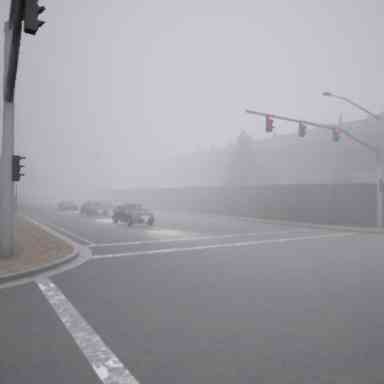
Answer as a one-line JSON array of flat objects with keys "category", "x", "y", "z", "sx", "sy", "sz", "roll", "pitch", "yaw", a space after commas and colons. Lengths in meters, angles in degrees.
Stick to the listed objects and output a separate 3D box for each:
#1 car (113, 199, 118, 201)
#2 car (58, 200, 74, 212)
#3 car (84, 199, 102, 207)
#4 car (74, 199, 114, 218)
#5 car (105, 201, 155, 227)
[{"category": "car", "x": -12.247, "y": 1.842, "z": 50.629, "sx": 2.128, "sy": 1.511, "sz": 4.902, "roll": 1, "pitch": -1, "yaw": -31}, {"category": "car", "x": -16.371, "y": 1.789, "z": 43.781, "sx": 2.033, "sy": 1.411, "sz": 5.357, "roll": 1, "pitch": -1, "yaw": -32}, {"category": "car", "x": -17.663, "y": 1.989, "z": 59.221, "sx": 1.895, "sy": 1.301, "sz": 4.718, "roll": 1, "pitch": -1, "yaw": -32}, {"category": "car", "x": -9.857, "y": 1.687, "z": 33.294, "sx": 2.128, "sy": 1.511, "sz": 4.902, "roll": 1, "pitch": -1, "yaw": -32}, {"category": "car", "x": -4.417, "y": 1.648, "z": 24.569, "sx": 2.128, "sy": 1.511, "sz": 4.902, "roll": 1, "pitch": -1, "yaw": -32}]
